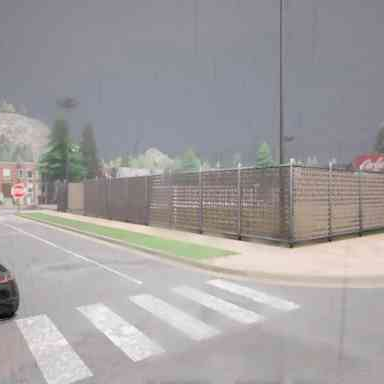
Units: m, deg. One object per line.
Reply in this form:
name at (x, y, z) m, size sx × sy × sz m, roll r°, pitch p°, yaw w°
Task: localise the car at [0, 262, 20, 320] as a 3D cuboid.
car at (-4.889, 1.565, 6.318) m, size 1.994 × 1.385 × 4.181 m, roll -2°, pitch 1°, yaw -45°
